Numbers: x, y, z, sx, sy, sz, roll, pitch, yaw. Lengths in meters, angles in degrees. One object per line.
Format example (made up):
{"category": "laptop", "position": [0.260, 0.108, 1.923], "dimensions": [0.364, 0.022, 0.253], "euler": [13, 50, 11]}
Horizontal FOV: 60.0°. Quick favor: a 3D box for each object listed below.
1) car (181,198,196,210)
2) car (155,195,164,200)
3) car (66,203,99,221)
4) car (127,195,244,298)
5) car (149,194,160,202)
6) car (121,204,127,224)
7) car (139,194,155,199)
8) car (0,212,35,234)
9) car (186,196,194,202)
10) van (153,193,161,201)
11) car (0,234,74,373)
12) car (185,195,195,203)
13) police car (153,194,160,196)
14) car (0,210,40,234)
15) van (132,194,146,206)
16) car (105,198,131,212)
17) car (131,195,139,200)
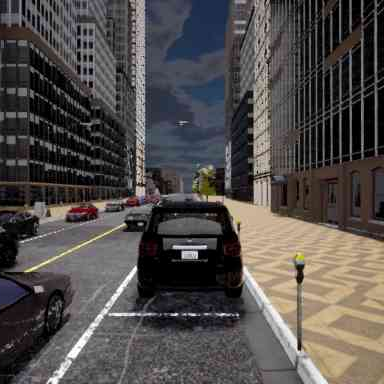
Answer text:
{"category": "car", "position": [-0.452, 1.548, 44.248], "dimensions": [1.947, 1.339, 4.313], "euler": [0, 0, 0]}
{"category": "car", "position": [-8.833, 1.504, 89.799], "dimensions": [1.947, 1.339, 4.313], "euler": [0, 0, 0]}
{"category": "car", "position": [-8.832, 1.575, 27.183], "dimensions": [1.802, 1.307, 4.206], "euler": [0, 0, 0]}
{"category": "car", "position": [-0.039, 1.227, 8.679], "dimensions": [2.150, 2.045, 5.566], "euler": [0, 0, 0]}
{"category": "car", "position": [-8.832, 1.391, 78.413], "dimensions": [1.967, 1.590, 4.097], "euler": [0, 0, 0]}
{"category": "car", "position": [-3.045, 1.596, 21.860], "dimensions": [1.895, 1.301, 4.718], "euler": [0, 0, 0]}
{"category": "car", "position": [-6.146, 1.072, 48.813], "dimensions": [1.882, 1.535, 5.008], "euler": [0, 0, 0]}
{"category": "car", "position": [-6.246, 1.491, 8.363], "dimensions": [2.128, 1.511, 4.902], "euler": [0, 0, 0]}
{"category": "car", "position": [-0.452, 1.533, 78.399], "dimensions": [1.802, 1.307, 4.206], "euler": [0, 0, 0]}
{"category": "van", "position": [-8.831, 1.286, 84.106], "dimensions": [1.690, 1.788, 3.998], "euler": [0, 0, 0]}
{"category": "car", "position": [-3.045, 1.548, 3.561], "dimensions": [2.033, 1.411, 5.357], "euler": [0, 0, 0]}
{"category": "car", "position": [-0.451, 1.403, 67.015], "dimensions": [1.967, 1.590, 4.097], "euler": [0, 0, 0]}
{"category": "police car", "position": [-3.146, 1.410, 39.210], "dimensions": [1.930, 1.638, 5.238], "euler": [0, 0, 0]}
{"category": "car", "position": [-8.833, 1.564, 15.800], "dimensions": [1.947, 1.339, 4.313], "euler": [0, 0, 0]}
{"category": "van", "position": [-8.832, 1.315, 55.645], "dimensions": [1.690, 1.788, 3.998], "euler": [0, 0, 0]}
{"category": "car", "position": [-8.833, 1.537, 38.569], "dimensions": [2.008, 1.369, 4.403], "euler": [0, 0, 0]}
{"category": "car", "position": [-8.833, 1.523, 49.953], "dimensions": [1.887, 1.381, 4.507], "euler": [0, 0, 0]}
